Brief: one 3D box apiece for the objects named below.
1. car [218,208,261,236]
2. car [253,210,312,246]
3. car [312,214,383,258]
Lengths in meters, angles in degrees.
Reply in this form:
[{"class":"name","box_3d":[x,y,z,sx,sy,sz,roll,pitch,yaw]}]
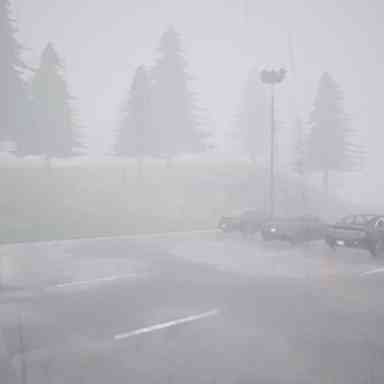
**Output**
[{"class":"car","box_3d":[3.598,1.677,19.317,4.674,1.442,1.812,0,0,-35]},{"class":"car","box_3d":[5.323,1.712,16.248,4.181,1.385,1.994,1,0,-35]},{"class":"car","box_3d":[7.345,1.640,13.395,4.902,1.511,2.128,1,0,-35]}]
